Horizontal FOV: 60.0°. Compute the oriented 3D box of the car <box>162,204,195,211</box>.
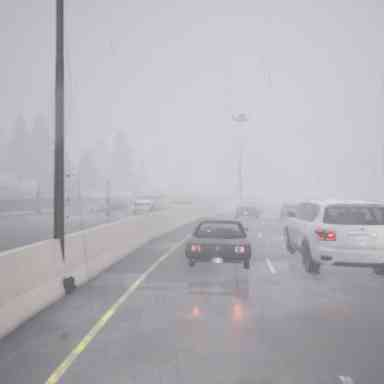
[{"bbox_3d":[-1.249,1.451,32.724,1.882,1.535,5.008,0,0,20],"label":"car"}]

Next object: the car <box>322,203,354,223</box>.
[{"bbox_3d":[11.696,1.632,26.922,1.895,1.301,4.718,0,0,18],"label":"car"}]

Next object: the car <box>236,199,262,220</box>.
[{"bbox_3d":[4.953,1.528,28.656,1.812,1.442,4.674,0,0,18],"label":"car"}]

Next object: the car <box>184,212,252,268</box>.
[{"bbox_3d":[0.995,1.598,11.384,1.895,1.301,4.718,0,0,7],"label":"car"}]

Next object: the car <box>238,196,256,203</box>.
[{"bbox_3d":[11.505,1.546,69.264,1.994,1.385,4.181,0,0,39],"label":"car"}]

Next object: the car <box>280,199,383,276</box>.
[{"bbox_3d":[4.419,1.233,10.624,2.150,2.045,5.566,0,0,7],"label":"car"}]
